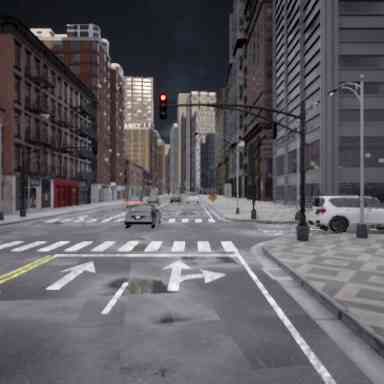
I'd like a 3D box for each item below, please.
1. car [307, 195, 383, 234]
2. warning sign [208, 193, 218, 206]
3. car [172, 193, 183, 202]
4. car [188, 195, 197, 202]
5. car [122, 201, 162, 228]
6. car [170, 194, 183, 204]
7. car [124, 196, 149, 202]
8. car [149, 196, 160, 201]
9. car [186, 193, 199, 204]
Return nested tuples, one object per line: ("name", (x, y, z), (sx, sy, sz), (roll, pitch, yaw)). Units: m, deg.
("car", (9.399, 1.214, 18.655), (5.566, 2.045, 2.150), (0, 0, 2))
("warning sign", (2.917, 1.057, 46.518), (1.300, 1.860, 1.060), (0, 0, 0))
("car", (-3.142, 1.135, 73.010), (2.097, 1.767, 4.553), (0, 0, 0))
("car", (0.108, 1.319, 73.036), (2.033, 1.411, 5.357), (0, 0, 0))
("car", (-3.124, 1.528, 21.865), (2.033, 1.411, 5.357), (0, 0, 0))
("car", (-3.114, 1.417, 62.705), (1.837, 1.490, 4.892), (0, 0, 1))
("car", (-6.542, 1.310, 37.795), (2.097, 1.767, 4.553), (0, 0, 0))
("car", (-6.496, 1.429, 56.493), (1.837, 1.490, 4.892), (0, 0, 0))
("car", (0.139, 1.134, 62.531), (2.150, 2.045, 5.566), (0, 0, 0))
